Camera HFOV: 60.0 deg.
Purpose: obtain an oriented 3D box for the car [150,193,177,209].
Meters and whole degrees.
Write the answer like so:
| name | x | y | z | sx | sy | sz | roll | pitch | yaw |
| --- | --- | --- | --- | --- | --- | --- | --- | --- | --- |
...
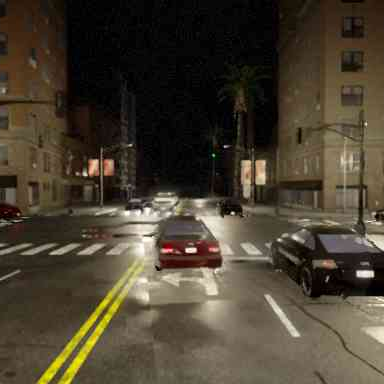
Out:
| name | x | y | z | sx | sy | sz | roll | pitch | yaw |
| --- | --- | --- | --- | --- | --- | --- | --- | --- | --- |
| car | -3.354 | 1.148 | 40.201 | 2.150 | 2.045 | 5.566 | 0 | 0 | 0 |

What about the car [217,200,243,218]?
| name | x | y | z | sx | sy | sz | roll | pitch | yaw |
| --- | --- | --- | --- | --- | --- | --- | --- | --- | --- |
| car | 3.338 | 1.449 | 29.594 | 1.837 | 1.490 | 4.892 | 0 | 1 | 0 |

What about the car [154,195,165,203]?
| name | x | y | z | sx | sy | sz | roll | pitch | yaw |
| --- | --- | --- | --- | --- | --- | --- | --- | --- | --- |
| car | -6.523 | 1.382 | 67.807 | 1.812 | 1.442 | 4.674 | 0 | 0 | 0 |

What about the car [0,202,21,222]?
| name | x | y | z | sx | sy | sz | roll | pitch | yaw |
| --- | --- | --- | --- | --- | --- | --- | --- | --- | --- |
| car | -14.490 | 1.364 | 23.184 | 4.674 | 1.442 | 1.812 | 1 | 0 | -3 |

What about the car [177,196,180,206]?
| name | x | y | z | sx | sy | sz | roll | pitch | yaw |
| --- | --- | --- | --- | --- | --- | --- | --- | --- | --- |
| car | -3.326 | 1.127 | 50.563 | 2.150 | 2.045 | 5.566 | 0 | 0 | 1 |

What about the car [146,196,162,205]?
| name | x | y | z | sx | sy | sz | roll | pitch | yaw |
| --- | --- | --- | --- | --- | --- | --- | --- | --- | --- |
| car | -6.520 | 1.435 | 57.737 | 2.033 | 1.411 | 5.357 | 0 | 0 | 0 |

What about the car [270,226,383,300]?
| name | x | y | z | sx | sy | sz | roll | pitch | yaw |
| --- | --- | --- | --- | --- | --- | --- | --- | --- | --- |
| car | 3.342 | 1.548 | 8.431 | 1.994 | 1.385 | 4.181 | 0 | 0 | 0 |

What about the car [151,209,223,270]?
| name | x | y | z | sx | sy | sz | roll | pitch | yaw |
| --- | --- | --- | --- | --- | --- | --- | --- | --- | --- |
| car | -0.329 | 1.527 | 10.942 | 2.033 | 1.411 | 5.357 | 0 | 0 | -7 |

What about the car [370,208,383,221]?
| name | x | y | z | sx | sy | sz | roll | pitch | yaw |
| --- | --- | --- | --- | --- | --- | --- | --- | --- | --- |
| car | 16.013 | 1.561 | 24.845 | 4.902 | 1.511 | 2.128 | 0 | 1 | 2 |

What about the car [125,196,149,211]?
| name | x | y | z | sx | sy | sz | roll | pitch | yaw |
| --- | --- | --- | --- | --- | --- | --- | --- | --- | --- |
| car | -6.612 | 1.492 | 39.334 | 1.994 | 1.385 | 4.181 | 0 | 0 | 0 |

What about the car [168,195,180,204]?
| name | x | y | z | sx | sy | sz | roll | pitch | yaw |
| --- | --- | --- | --- | --- | --- | --- | --- | --- | --- |
| car | -3.271 | 1.357 | 60.761 | 1.882 | 1.535 | 5.008 | 0 | 0 | 0 |
